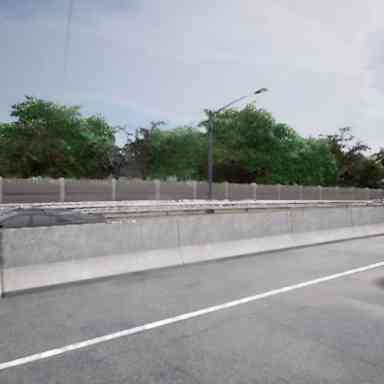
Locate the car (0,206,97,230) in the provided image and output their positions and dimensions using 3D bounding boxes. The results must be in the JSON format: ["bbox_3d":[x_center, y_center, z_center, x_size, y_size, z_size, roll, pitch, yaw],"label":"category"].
[{"bbox_3d":[-6.398,1.461,12.325,5.008,1.535,1.882,-1,0,-35],"label":"car"}]

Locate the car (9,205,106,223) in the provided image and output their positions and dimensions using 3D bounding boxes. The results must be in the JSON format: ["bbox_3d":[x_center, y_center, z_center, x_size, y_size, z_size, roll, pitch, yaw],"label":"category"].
[{"bbox_3d":[-6.888,1.515,16.272,5.357,1.411,2.033,-1,0,-35],"label":"car"}]

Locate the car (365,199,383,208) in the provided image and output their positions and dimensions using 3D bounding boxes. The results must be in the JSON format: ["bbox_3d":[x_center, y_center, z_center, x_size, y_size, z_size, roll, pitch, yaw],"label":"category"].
[{"bbox_3d":[24.096,1.723,42.597,4.892,1.490,1.837,1,0,-35],"label":"car"}]

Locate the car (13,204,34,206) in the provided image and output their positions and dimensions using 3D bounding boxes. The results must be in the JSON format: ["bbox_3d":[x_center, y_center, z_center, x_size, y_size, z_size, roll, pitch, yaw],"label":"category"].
[{"bbox_3d":[-9.716,1.467,18.555,4.902,1.511,2.128,-1,0,-35],"label":"car"}]
